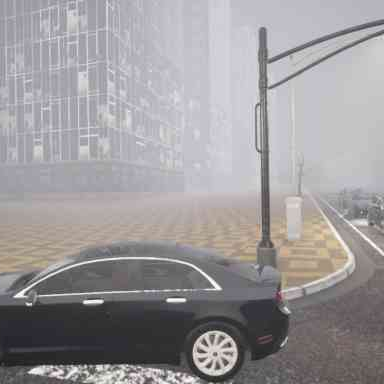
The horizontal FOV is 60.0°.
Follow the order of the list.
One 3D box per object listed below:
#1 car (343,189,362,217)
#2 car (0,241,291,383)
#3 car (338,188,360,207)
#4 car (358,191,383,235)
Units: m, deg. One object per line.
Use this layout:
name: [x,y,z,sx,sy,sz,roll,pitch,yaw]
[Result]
car: [10.964,0.759,20.757,1.994,1.385,4.181,-1,2,17]
car: [-1.121,1.505,4.786,4.892,1.490,1.837,0,0,0]
car: [12.938,0.453,26.828,2.128,1.511,4.902,-1,2,18]
car: [8.937,0.928,14.456,2.128,1.511,4.902,-1,2,18]
